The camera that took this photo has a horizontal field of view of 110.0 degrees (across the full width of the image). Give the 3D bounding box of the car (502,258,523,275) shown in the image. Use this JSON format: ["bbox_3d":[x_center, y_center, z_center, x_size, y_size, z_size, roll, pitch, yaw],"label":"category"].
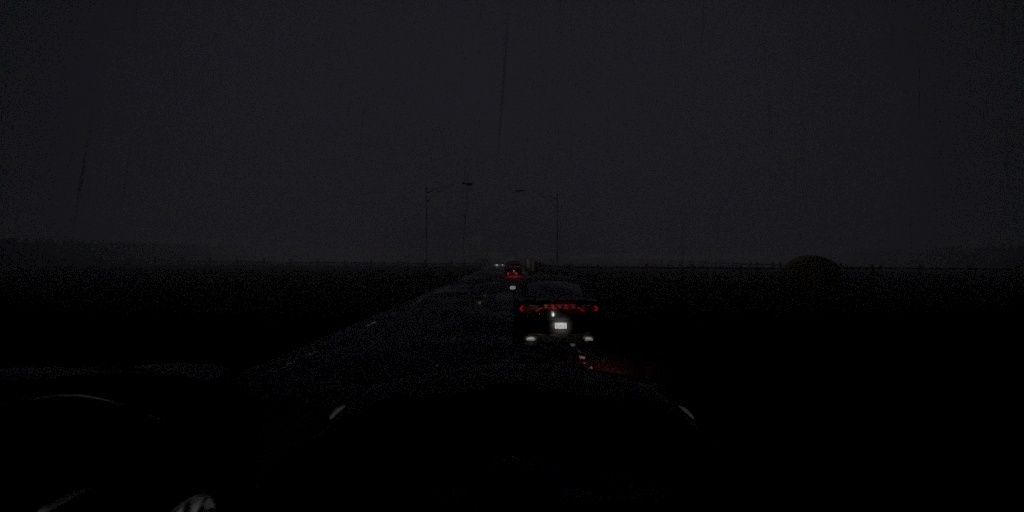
[{"bbox_3d":[0.111,1.250,38.733,1.837,1.490,4.892,0,0,-2],"label":"car"}]

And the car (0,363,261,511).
[{"bbox_3d":[-2.750,1.254,0.614,1.837,1.490,4.892,0,0,0],"label":"car"}]

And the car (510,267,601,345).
[{"bbox_3d":[0.965,1.228,9.566,1.882,1.535,5.008,0,0,0],"label":"car"}]
